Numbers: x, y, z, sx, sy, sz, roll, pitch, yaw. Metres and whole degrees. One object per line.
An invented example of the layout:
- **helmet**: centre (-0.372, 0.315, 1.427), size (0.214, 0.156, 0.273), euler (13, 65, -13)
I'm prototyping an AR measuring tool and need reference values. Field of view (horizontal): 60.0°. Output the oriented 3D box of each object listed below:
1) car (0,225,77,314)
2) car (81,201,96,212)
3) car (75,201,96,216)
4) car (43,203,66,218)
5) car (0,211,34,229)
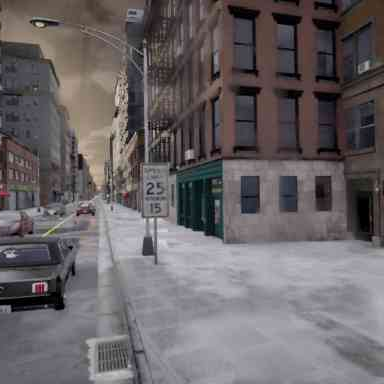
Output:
- **car**: centre (-3.736, 1.677, 7.621), size (1.895, 1.301, 4.718), euler (-1, 0, -15)
- **car**: centre (-14.629, 2.032, 47.095), size (1.812, 1.442, 4.674), euler (-1, -1, -15)
- **car**: centre (-11.852, 1.909, 37.194), size (1.812, 1.442, 4.674), euler (-1, 0, -15)
- **car**: centre (-14.580, 1.908, 35.421), size (2.128, 1.511, 4.902), euler (-1, -1, -15)
- **car**: centre (-9.795, 1.759, 17.917), size (1.812, 1.442, 4.674), euler (-1, 0, -15)
